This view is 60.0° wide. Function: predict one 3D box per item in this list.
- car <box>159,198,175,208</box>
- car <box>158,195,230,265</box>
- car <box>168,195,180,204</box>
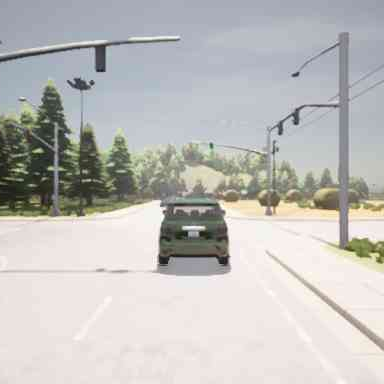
[{"bbox_3d":[-3.574,1.595,48.609,1.994,1.385,4.181,0,0,0],"label":"car"},{"bbox_3d":[0.069,1.229,11.843,2.150,2.045,5.566,0,0,0],"label":"car"},{"bbox_3d":[-3.519,1.393,64.612,2.097,1.767,4.553,0,0,1],"label":"car"}]
